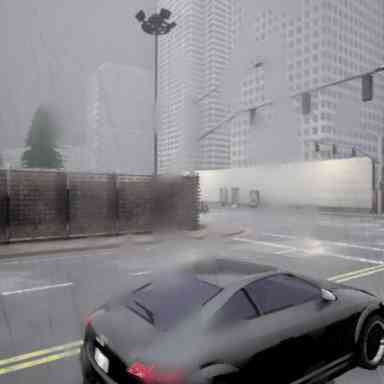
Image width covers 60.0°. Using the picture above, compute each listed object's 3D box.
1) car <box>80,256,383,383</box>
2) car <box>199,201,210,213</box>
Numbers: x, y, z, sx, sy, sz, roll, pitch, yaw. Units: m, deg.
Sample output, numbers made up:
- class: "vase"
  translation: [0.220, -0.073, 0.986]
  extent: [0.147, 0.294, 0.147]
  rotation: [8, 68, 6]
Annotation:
- class: "car"
  translation: [0.773, 1.583, 4.346]
  extent: [4.181, 1.385, 1.994]
  rotation: [0, 0, -35]
- class: "car"
  translation: [0.021, 1.579, 37.028]
  extent: [1.837, 1.490, 4.892]
  rotation: [0, 0, -35]
